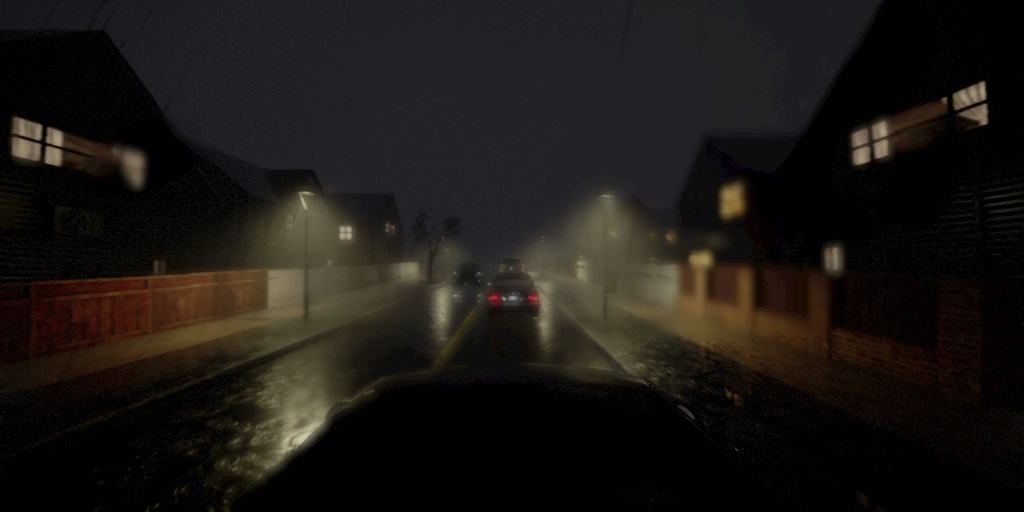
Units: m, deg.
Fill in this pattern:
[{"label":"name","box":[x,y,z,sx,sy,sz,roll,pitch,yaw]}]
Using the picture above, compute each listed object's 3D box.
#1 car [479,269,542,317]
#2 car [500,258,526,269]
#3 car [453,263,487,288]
[{"label":"car","box":[0.091,1.389,13.528,2.033,1.411,5.357,0,0,0]},{"label":"car","box":[0.091,1.234,33.285,2.150,2.045,5.566,0,-1,0]},{"label":"car","box":[-2.854,1.295,25.525,2.097,1.767,4.553,0,-1,0]}]
